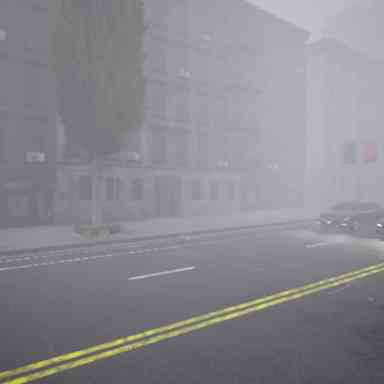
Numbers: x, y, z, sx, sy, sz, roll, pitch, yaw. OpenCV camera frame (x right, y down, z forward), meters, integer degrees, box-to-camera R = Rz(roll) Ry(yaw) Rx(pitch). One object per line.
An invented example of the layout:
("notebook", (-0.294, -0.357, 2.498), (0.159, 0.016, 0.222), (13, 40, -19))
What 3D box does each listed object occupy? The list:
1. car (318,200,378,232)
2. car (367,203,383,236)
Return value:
("car", (8.755, 1.219, 17.920), (4.892, 1.490, 1.837), (-2, 1, -35))
("car", (10.516, 1.265, 15.186), (5.357, 1.411, 2.033), (-2, 1, -36))
